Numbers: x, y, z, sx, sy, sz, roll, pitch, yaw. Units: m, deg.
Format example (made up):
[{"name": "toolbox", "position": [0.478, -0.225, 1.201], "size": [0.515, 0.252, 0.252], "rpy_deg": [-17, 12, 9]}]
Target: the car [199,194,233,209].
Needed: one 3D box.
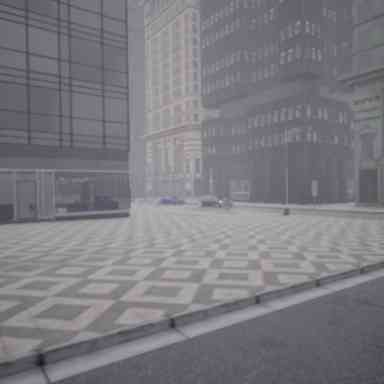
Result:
[{"name": "car", "position": [2.906, 1.127, 40.452], "size": [2.097, 1.767, 4.553], "rpy_deg": [-1, 1, -35]}]

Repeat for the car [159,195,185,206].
[{"name": "car", "position": [-2.944, 1.252, 48.688], "size": [1.882, 1.535, 5.008], "rpy_deg": [-1, 1, -35]}]
